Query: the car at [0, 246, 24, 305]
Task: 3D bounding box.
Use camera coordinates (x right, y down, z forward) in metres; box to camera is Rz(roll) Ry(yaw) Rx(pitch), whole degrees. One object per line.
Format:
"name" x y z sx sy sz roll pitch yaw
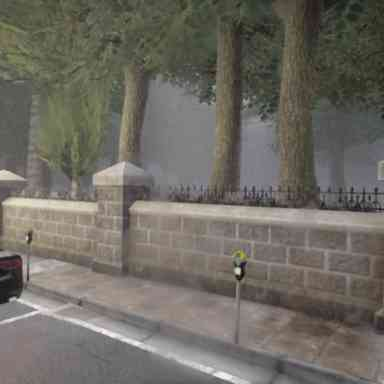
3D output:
"car" -5.453 1.467 6.835 5.008 1.535 1.882 0 0 35
